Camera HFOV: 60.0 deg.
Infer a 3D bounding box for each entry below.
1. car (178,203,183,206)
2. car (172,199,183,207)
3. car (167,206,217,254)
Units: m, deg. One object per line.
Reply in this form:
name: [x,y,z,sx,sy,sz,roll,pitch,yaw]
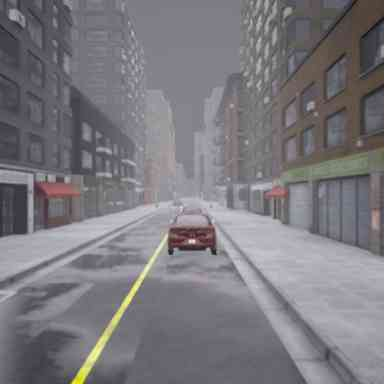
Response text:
car: [0.021,1.856,28.240,1.895,1.301,4.718,0,0,0]
car: [-2.766,2.053,64.543,1.837,1.490,4.892,0,0,1]
car: [0.030,1.611,14.232,1.882,1.535,5.008,0,0,1]
